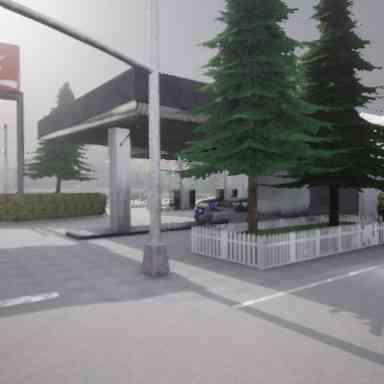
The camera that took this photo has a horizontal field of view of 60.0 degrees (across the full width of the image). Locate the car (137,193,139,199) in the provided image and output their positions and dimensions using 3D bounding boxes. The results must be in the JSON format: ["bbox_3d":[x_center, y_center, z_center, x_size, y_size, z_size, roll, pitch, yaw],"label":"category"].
[{"bbox_3d":[-14.413,0.929,87.709,1.932,1.855,4.605,-1,0,-36],"label":"car"}]

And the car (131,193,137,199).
[{"bbox_3d":[-16.519,0.934,85.664,1.905,1.878,3.866,-1,0,-36],"label":"car"}]

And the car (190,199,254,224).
[{"bbox_3d":[2.409,1.432,26.139,4.611,1.667,2.242,-1,0,-36],"label":"car"}]

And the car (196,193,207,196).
[{"bbox_3d":[2.650,1.063,90.792,1.970,1.475,3.806,-1,0,-36],"label":"car"}]

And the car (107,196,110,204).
[{"bbox_3d":[-14.129,1.325,55.402,1.970,1.475,3.806,-1,0,-36],"label":"car"}]

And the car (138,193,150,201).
[{"bbox_3d":[-8.669,1.161,68.994,2.007,1.523,4.514,-1,0,-36],"label":"car"}]

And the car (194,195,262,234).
[{"bbox_3d":[2.237,1.296,19.008,3.866,1.878,1.905,-1,0,-36],"label":"car"}]
